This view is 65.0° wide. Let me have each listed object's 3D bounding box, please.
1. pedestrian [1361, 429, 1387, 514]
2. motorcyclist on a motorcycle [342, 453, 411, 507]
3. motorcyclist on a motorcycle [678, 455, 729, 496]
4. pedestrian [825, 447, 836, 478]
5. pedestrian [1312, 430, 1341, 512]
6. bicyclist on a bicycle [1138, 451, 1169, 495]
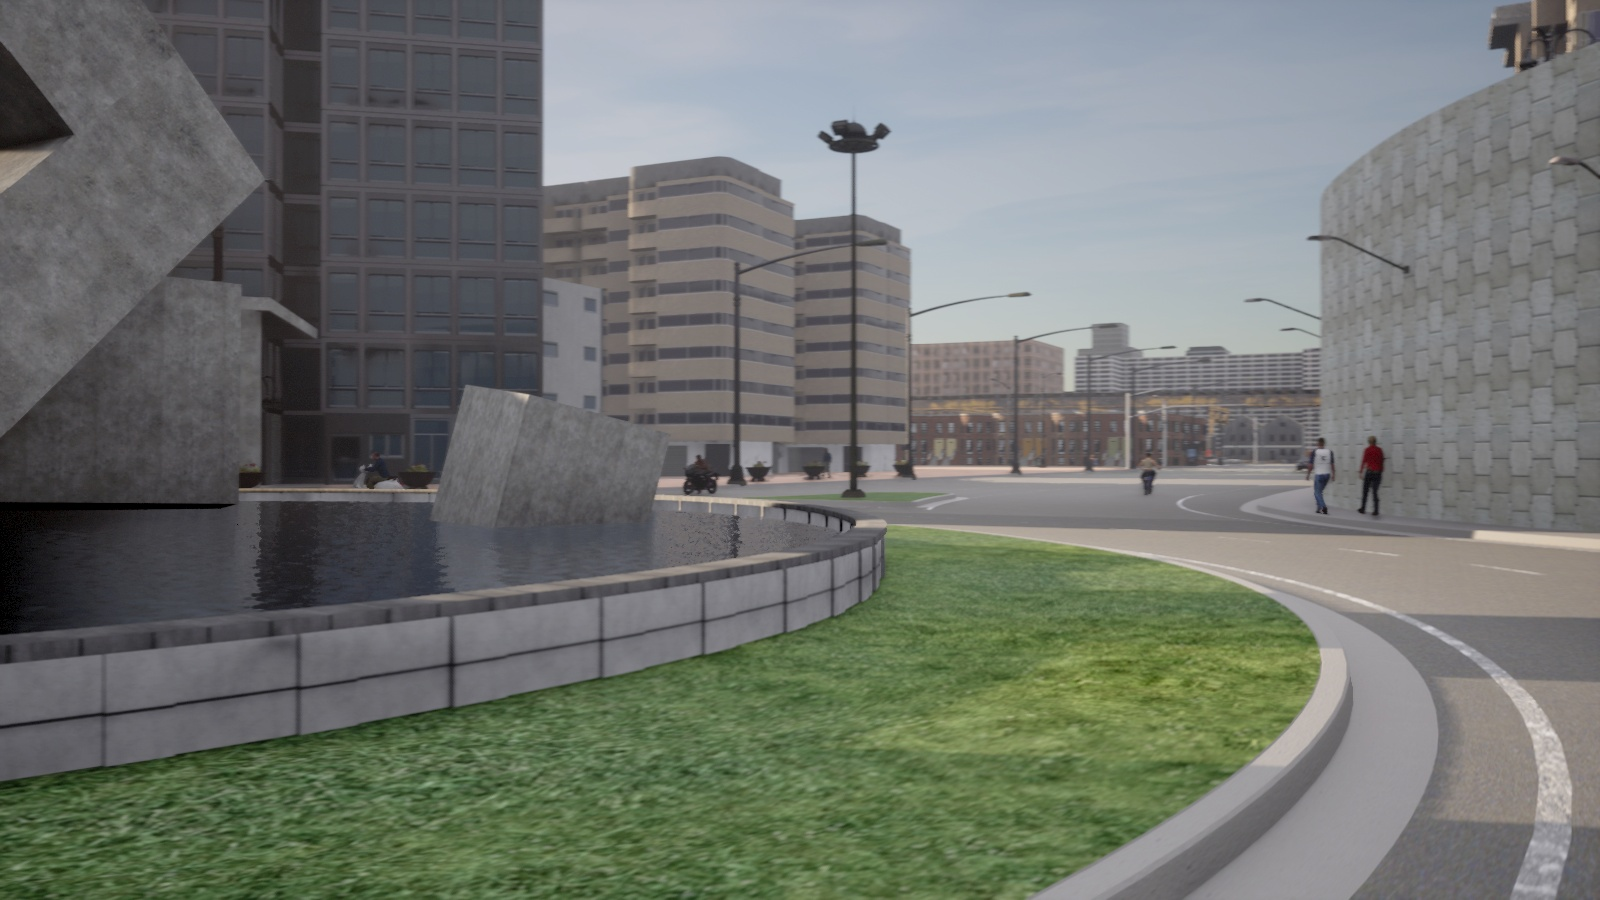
[{"bbox_3d":[12.683,0.476,27.755,0.331,1.846,0.636,0,0,4],"label":"pedestrian"},{"bbox_3d":[-12.800,0.907,37.988,1.817,1.590,0.866,0,0,-1],"label":"motorcyclist on a motorcycle"},{"bbox_3d":[-3.588,0.942,46.983,0.797,1.523,2.044,0,0,34],"label":"motorcyclist on a motorcycle"},{"bbox_3d":[1.796,0.735,73.781,0.370,1.835,0.726,0,0,30],"label":"pedestrian"},{"bbox_3d":[11.949,0.482,28.508,0.354,1.836,0.706,0,0,2],"label":"pedestrian"},{"bbox_3d":[13.187,0.837,46.822,0.866,1.612,1.509,0,0,25],"label":"bicyclist on a bicycle"}]
